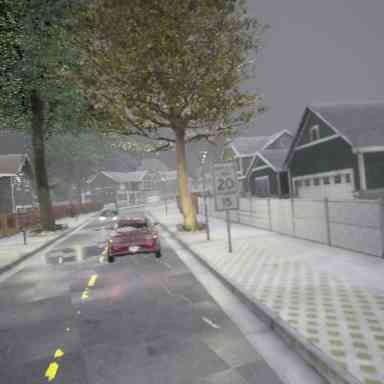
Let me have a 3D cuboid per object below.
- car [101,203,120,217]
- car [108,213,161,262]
[{"bbox_3d":[-10.318,2.200,42.011,1.812,1.442,4.674,-5,1,-8],"label":"car"},{"bbox_3d":[-2.263,1.699,13.061,1.812,1.442,4.674,-5,0,-9],"label":"car"}]
